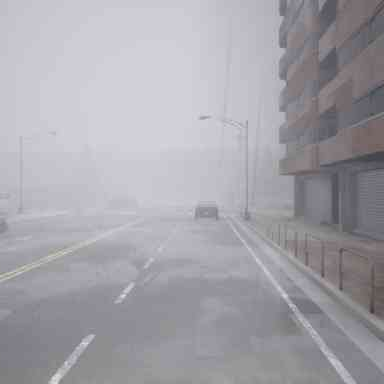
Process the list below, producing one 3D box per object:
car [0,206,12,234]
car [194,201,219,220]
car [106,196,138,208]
[{"bbox_3d":[-10.043,1.547,14.123,2.033,1.411,5.357,0,0,3],"label":"car"},{"bbox_3d":[1.220,1.478,27.783,1.882,1.535,5.008,0,0,2],"label":"car"},{"bbox_3d":[-9.974,1.343,47.114,4.553,1.767,2.097,0,0,27],"label":"car"}]
